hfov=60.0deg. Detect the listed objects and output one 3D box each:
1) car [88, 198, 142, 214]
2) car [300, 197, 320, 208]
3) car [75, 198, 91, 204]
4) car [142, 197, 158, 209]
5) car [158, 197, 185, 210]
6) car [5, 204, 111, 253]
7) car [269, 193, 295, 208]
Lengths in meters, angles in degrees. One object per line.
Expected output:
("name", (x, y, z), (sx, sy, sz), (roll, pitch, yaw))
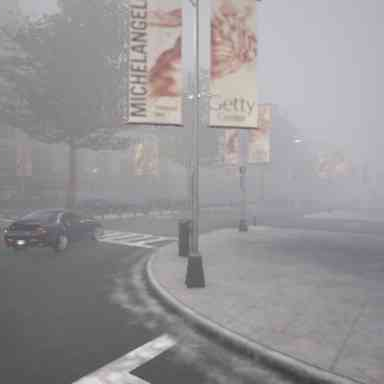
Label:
("car", (-7.570, 1.488, 33.157), (1.895, 1.301, 4.718), (0, 0, 35))
("car", (17.252, 1.520, 48.585), (1.837, 1.490, 4.892), (0, 0, 35))
("car", (-10.612, 1.370, 34.894), (1.837, 1.490, 4.892), (0, 0, 35))
("car", (-4.771, 1.390, 43.304), (1.837, 1.490, 4.892), (0, 0, 35))
("car", (-1.836, 1.472, 41.399), (1.994, 1.385, 4.181), (0, 0, 35))
("car", (-5.331, 1.446, 13.569), (1.837, 1.490, 4.892), (-1, 0, 10))
("car", (13.313, 1.212, 49.067), (2.150, 2.045, 5.566), (0, 0, 35))
